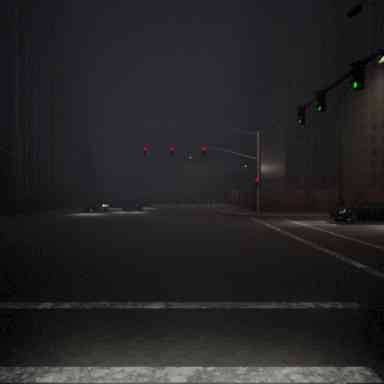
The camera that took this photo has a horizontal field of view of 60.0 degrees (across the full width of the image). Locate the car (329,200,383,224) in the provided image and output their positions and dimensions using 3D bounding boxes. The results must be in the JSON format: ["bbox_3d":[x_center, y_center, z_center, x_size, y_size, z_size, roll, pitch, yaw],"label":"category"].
[{"bbox_3d":[12.366,1.352,23.919,4.553,1.767,2.097,0,0,0],"label":"car"}]

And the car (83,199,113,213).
[{"bbox_3d":[-10.709,1.547,37.586,2.033,1.411,5.357,0,0,-3],"label":"car"}]

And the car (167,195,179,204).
[{"bbox_3d":[-3.627,1.352,64.942,2.097,1.767,4.553,0,0,0],"label":"car"}]

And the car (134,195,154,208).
[{"bbox_3d":[-7.188,1.525,49.673,1.812,1.442,4.674,0,0,0],"label":"car"}]

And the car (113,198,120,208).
[{"bbox_3d":[-10.690,1.546,47.847,2.033,1.411,5.357,0,0,0],"label":"car"}]

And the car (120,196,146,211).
[{"bbox_3d":[-7.158,1.526,40.579,1.812,1.442,4.674,0,0,-1],"label":"car"}]

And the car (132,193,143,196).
[{"bbox_3d":[-10.628,1.243,65.097,2.150,2.045,5.566,0,0,0],"label":"car"}]

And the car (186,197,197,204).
[{"bbox_3d":[-0.127,1.564,64.979,1.994,1.385,4.181,0,0,0],"label":"car"}]

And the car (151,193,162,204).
[{"bbox_3d":[-7.129,1.205,64.978,2.150,2.045,5.566,0,0,0],"label":"car"}]
